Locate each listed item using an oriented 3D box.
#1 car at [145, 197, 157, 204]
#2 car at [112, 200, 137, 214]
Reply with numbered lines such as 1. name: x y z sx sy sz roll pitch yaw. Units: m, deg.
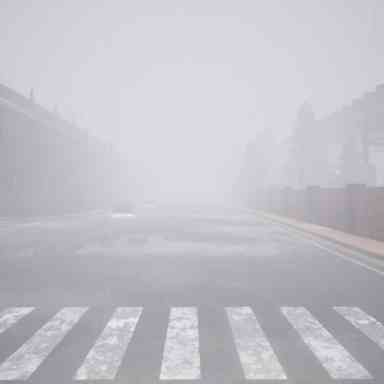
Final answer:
1. car: -7.590 1.594 61.593 1.895 1.301 4.718 0 0 -1
2. car: -7.037 1.566 34.950 1.994 1.385 4.181 0 0 -1
